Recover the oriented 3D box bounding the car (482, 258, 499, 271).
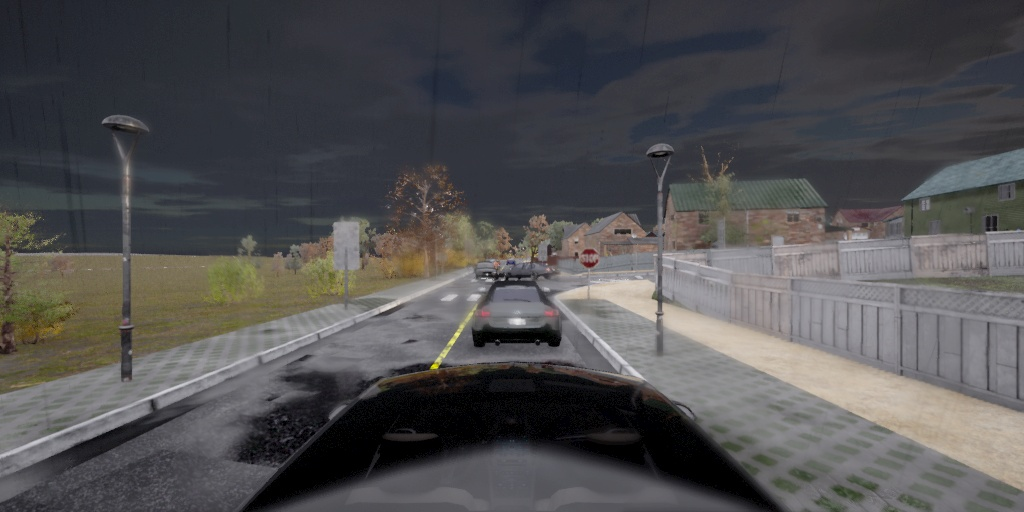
[{"bbox_3d":[-2.983,1.114,51.058,2.097,1.767,4.553,0,0,0],"label":"car"}]

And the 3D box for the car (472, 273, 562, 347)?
[{"bbox_3d":[0.082,1.312,9.322,1.994,1.385,4.181,0,0,-1],"label":"car"}]

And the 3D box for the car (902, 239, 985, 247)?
[{"bbox_3d":[23.837,-0.211,20.357,4.902,1.511,2.128,-3,0,14],"label":"car"}]

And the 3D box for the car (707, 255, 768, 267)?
[{"bbox_3d":[14.330,0.410,22.753,4.181,1.385,1.994,-3,0,16],"label":"car"}]

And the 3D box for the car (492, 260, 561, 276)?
[{"bbox_3d":[1.263,1.194,28.340,5.357,1.411,2.033,-4,-3,43],"label":"car"}]

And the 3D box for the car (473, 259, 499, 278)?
[{"bbox_3d":[-2.332,1.254,31.242,1.837,1.490,4.892,0,0,-8],"label":"car"}]
